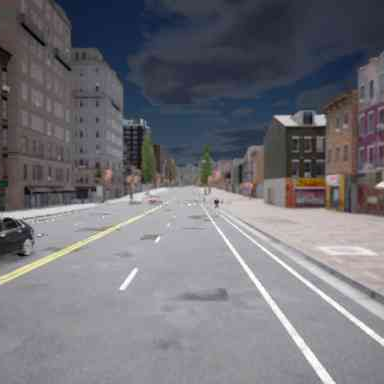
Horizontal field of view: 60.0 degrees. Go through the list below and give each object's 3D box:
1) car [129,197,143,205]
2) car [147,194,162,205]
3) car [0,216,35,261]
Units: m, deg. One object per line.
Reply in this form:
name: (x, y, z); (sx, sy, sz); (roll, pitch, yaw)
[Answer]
car: (-9.786, 1.568, 58.117); (1.895, 1.301, 4.718); (0, 0, 0)
car: (-6.536, 1.318, 58.178); (2.097, 1.767, 4.553); (0, 0, 0)
car: (-6.607, 1.527, 10.180); (1.837, 1.490, 4.892); (0, 0, 0)
